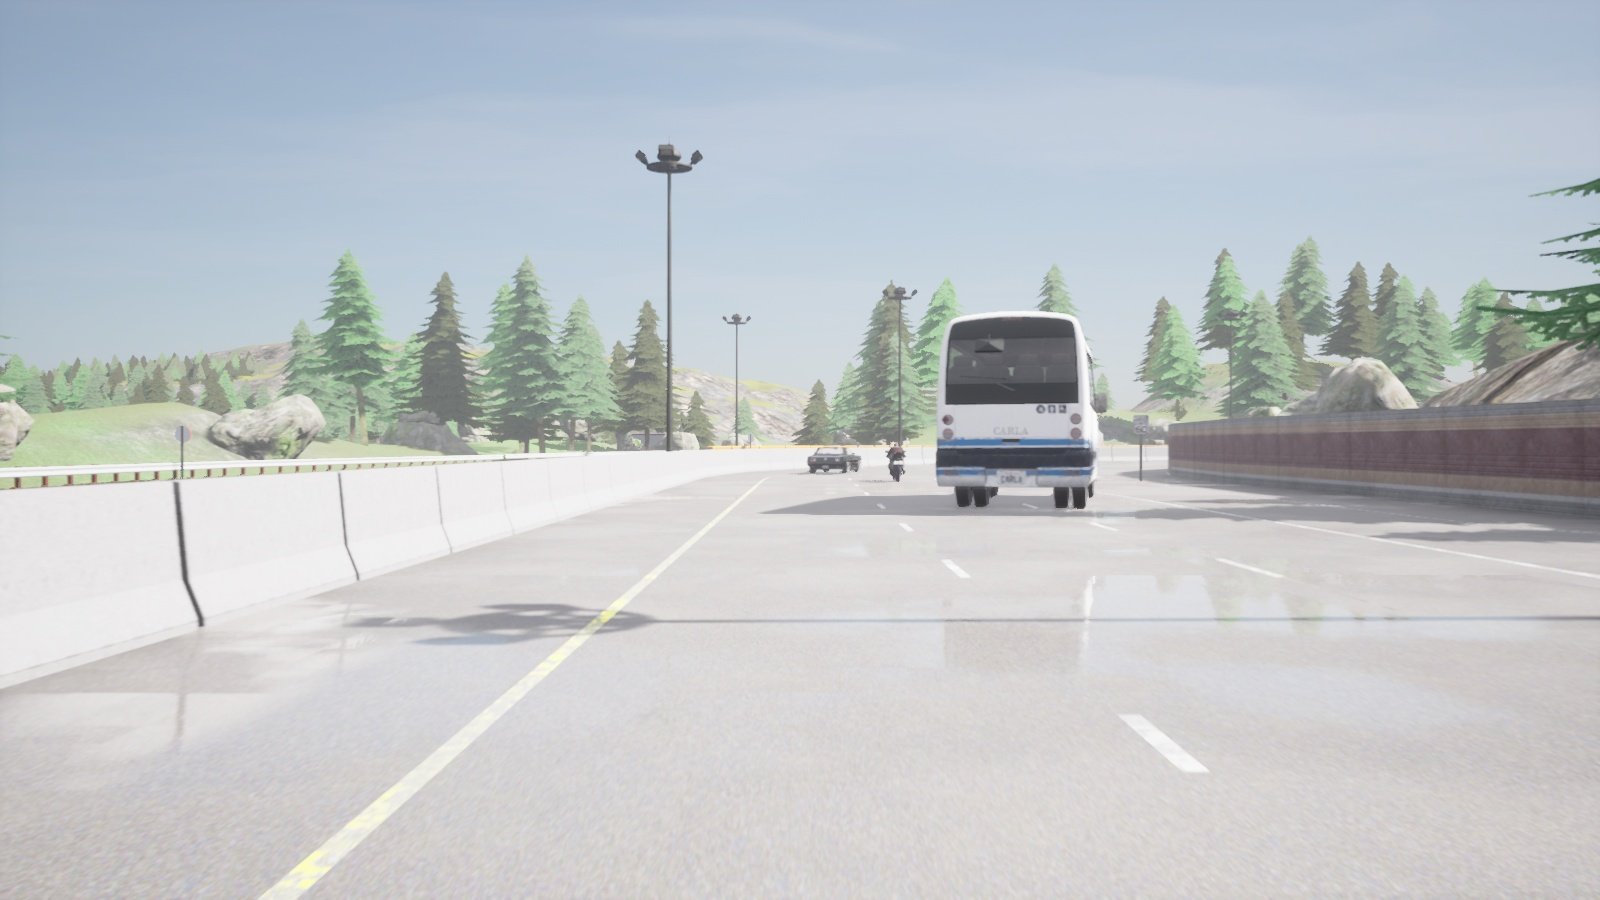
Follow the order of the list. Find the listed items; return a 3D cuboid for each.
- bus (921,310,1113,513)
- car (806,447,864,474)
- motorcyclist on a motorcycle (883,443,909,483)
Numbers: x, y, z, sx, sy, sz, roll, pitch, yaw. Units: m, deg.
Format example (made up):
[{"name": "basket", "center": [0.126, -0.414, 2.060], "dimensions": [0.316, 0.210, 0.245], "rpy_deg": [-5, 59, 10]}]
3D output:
[{"name": "bus", "center": [5.831, -0.805, 31.718], "dimensions": [3.944, 4.253, 10.273], "rpy_deg": [0, 0, 14]}, {"name": "car", "center": [1.797, 0.498, 62.151], "dimensions": [1.895, 1.301, 4.718], "rpy_deg": [0, 0, 14]}, {"name": "motorcyclist on a motorcycle", "center": [3.767, 0.507, 49.209], "dimensions": [0.866, 1.530, 2.191], "rpy_deg": [0, 0, 1]}]
